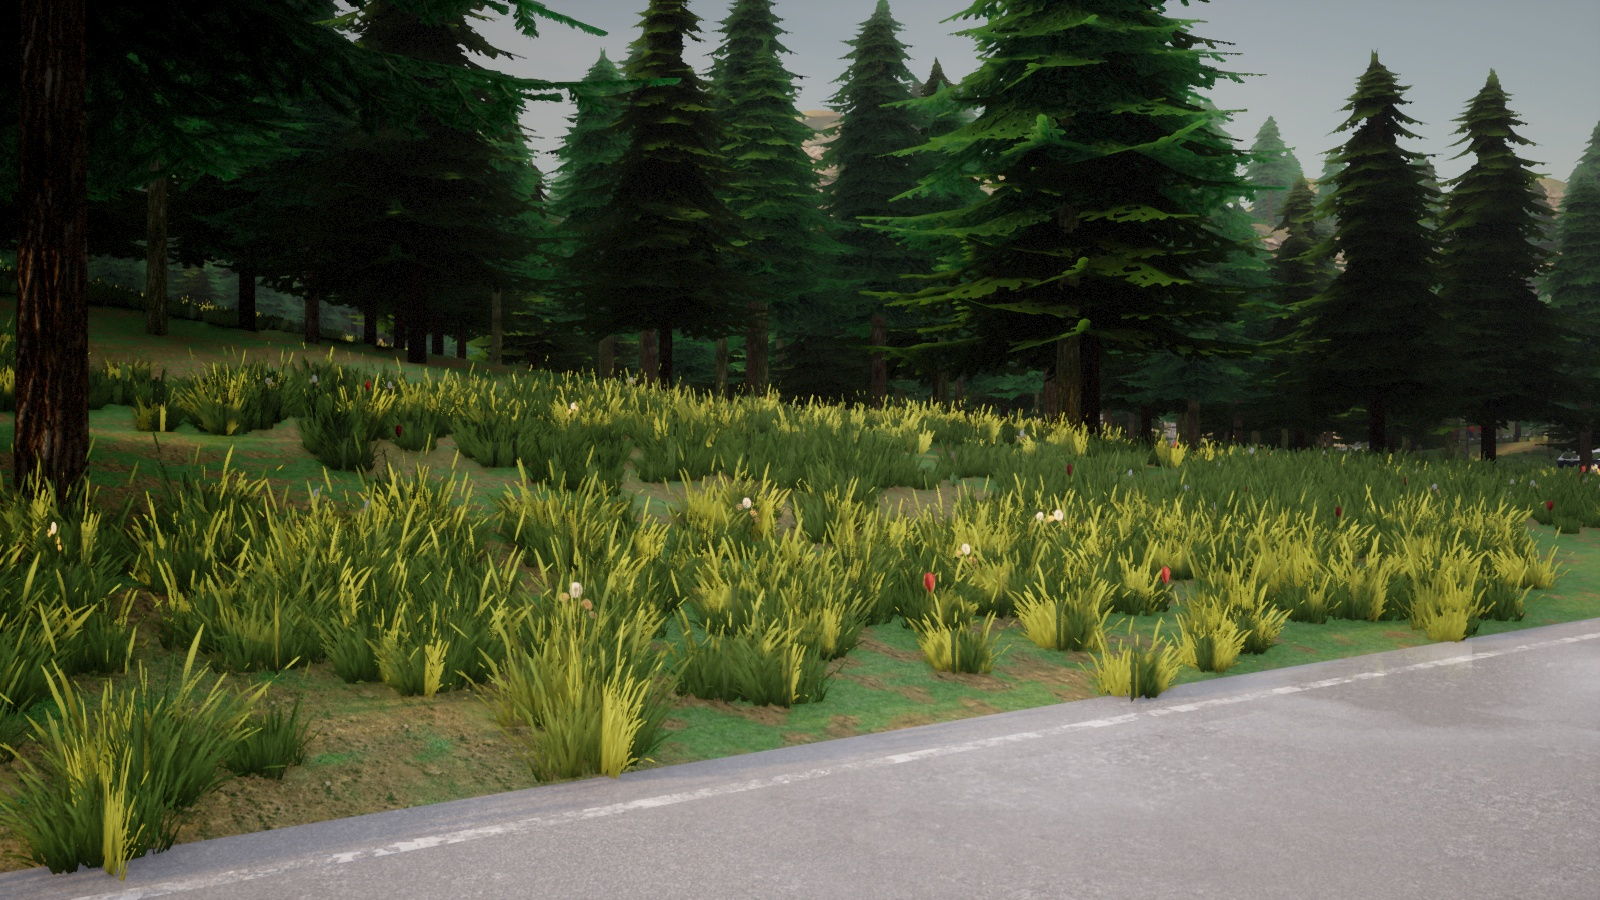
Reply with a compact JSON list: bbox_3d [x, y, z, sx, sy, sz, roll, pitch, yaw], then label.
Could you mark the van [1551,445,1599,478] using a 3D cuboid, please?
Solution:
[{"bbox_3d":[49.427,0.691,77.874,2.069,2.038,4.480,0,0,-35],"label":"van"}]
